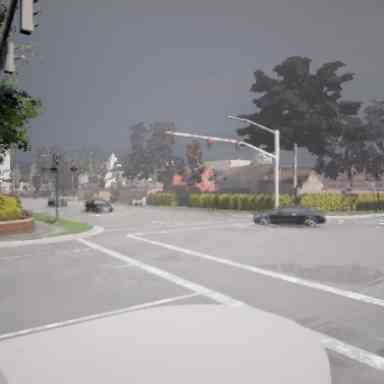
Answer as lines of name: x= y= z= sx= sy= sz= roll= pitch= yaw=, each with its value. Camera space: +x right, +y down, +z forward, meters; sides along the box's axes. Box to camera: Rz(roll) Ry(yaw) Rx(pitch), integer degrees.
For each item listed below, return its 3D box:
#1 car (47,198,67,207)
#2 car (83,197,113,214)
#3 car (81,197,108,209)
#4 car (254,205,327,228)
car: x=-20.673 y=1.572 z=50.895 sx=2.033 sy=1.411 sz=5.357 roll=0 pitch=0 yaw=-36
car: x=-10.281 y=1.550 z=36.524 sx=1.812 sy=1.442 sz=4.674 roll=0 pitch=0 yaw=-36
car: x=-14.147 y=1.523 z=47.984 sx=2.128 sy=1.511 sz=4.902 roll=0 pitch=0 yaw=-36
car: x=6.475 y=1.588 z=22.150 sx=4.674 sy=1.442 sz=1.812 roll=0 pitch=2 yaw=15
